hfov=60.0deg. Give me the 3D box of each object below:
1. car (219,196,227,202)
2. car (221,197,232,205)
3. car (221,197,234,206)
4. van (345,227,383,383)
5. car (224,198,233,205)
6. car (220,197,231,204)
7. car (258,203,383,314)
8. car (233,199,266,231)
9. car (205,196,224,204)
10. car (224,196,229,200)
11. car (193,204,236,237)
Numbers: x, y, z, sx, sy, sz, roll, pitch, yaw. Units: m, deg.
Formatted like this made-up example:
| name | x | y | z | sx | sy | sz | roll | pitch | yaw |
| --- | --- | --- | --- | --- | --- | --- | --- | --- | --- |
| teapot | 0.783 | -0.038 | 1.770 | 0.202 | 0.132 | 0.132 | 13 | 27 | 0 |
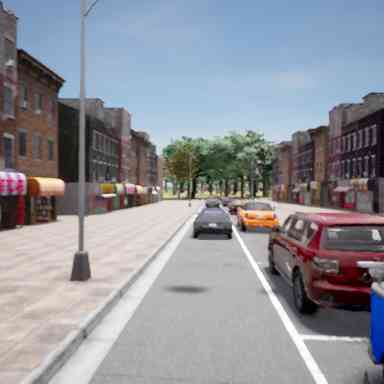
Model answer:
| name | x | y | z | sx | sy | sz | roll | pitch | yaw |
| --- | --- | --- | --- | --- | --- | --- | --- | --- | --- |
| car | 7.655 | 1.673 | 83.115 | 1.887 | 1.381 | 4.507 | 0 | 0 | 4 |
| car | 6.332 | 1.619 | 61.530 | 1.887 | 1.381 | 4.507 | 0 | 0 | 4 |
| car | 6.002 | 1.614 | 56.133 | 2.008 | 1.369 | 4.403 | 0 | 0 | 4 |
| van | 2.696 | 1.372 | 2.170 | 1.690 | 1.788 | 3.998 | 0 | 0 | 4 |
| car | 4.680 | 1.580 | 34.548 | 1.887 | 1.381 | 4.507 | 0 | 0 | 4 |
| car | 6.663 | 1.637 | 66.926 | 2.008 | 1.369 | 4.403 | 0 | 0 | 4 |
| car | 3.026 | 1.344 | 7.566 | 2.192 | 1.841 | 5.009 | 0 | 0 | 4 |
| car | 3.951 | 1.382 | 20.611 | 2.097 | 1.767 | 4.553 | 1 | 0 | 4 |
| car | 2.672 | 1.502 | 43.202 | 2.128 | 1.511 | 4.902 | 1 | 0 | 4 |
| car | 5.671 | 1.620 | 50.737 | 1.947 | 1.339 | 4.313 | 0 | 0 | 4 |
| car | 1.130 | 1.560 | 18.019 | 1.994 | 1.385 | 4.181 | 1 | 0 | 4 |
